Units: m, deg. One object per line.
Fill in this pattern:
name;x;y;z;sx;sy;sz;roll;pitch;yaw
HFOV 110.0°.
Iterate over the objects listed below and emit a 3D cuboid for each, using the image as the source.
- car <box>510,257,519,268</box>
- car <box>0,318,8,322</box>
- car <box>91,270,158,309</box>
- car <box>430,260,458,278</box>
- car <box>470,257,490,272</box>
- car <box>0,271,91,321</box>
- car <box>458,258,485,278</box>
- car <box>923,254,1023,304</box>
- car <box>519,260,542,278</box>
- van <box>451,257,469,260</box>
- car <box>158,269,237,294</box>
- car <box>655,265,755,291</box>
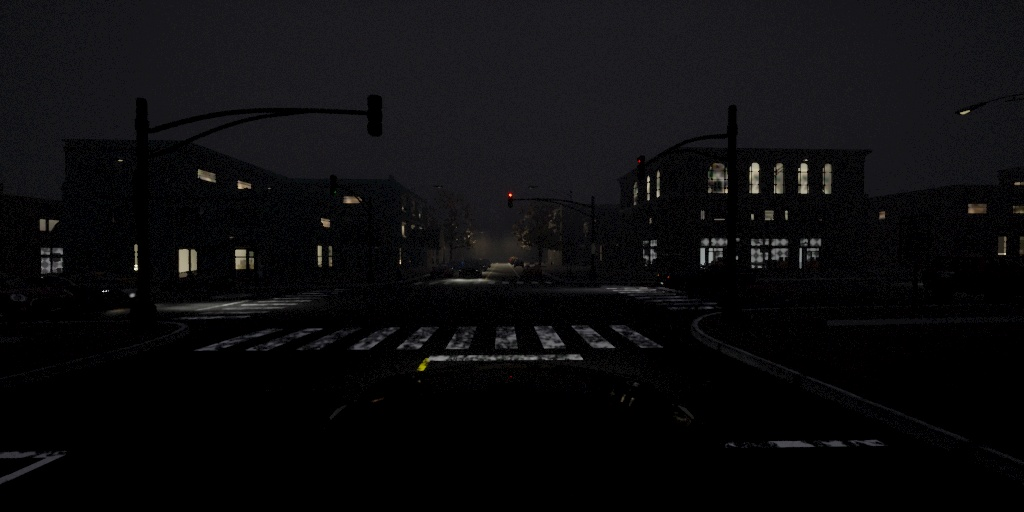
car;1.164;1.288;61.552;2.007;1.370;4.403;0;0;-1
car;-5.661;1.295;1.105;1.888;1.381;4.507;0;0;-1
car;-18.778;1.455;15.303;4.902;1.511;2.128;-1;1;-3
car;-6.499;1.326;33.614;1.802;1.307;4.207;0;0;-1
car;-4.253;1.219;47.045;1.882;1.535;5.008;0;0;-1
car;-18.349;1.422;12.769;4.097;1.591;1.967;0;0;-3
car;-3.928;1.221;34.440;1.882;1.535;5.008;0;0;-2
car;19.639;0.842;14.395;5.009;1.841;2.192;0;0;-3
car;1.874;1.269;33.999;1.751;1.417;4.829;0;0;-1
van;-6.785;1.082;44.702;1.690;1.789;3.998;0;0;-1
car;-18.683;1.474;21.109;4.313;1.339;1.948;0;0;-2
car;10.591;1.181;19.972;4.718;1.301;1.895;-1;1;1
